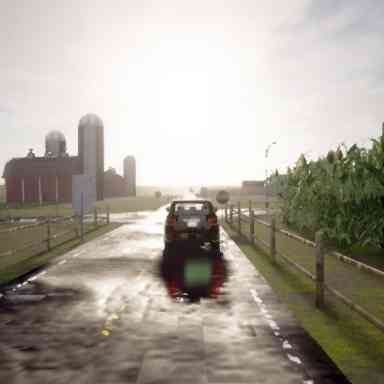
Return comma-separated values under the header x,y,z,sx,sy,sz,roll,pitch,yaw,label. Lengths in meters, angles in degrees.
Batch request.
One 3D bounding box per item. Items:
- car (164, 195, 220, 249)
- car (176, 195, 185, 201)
x,y,z,sx,sy,sz,roll,pitch,yaw,label
0.000,1.255,14.682,2.150,2.045,5.566,0,0,0,car
-2.750,1.501,83.231,2.128,1.511,4.902,0,0,0,car
